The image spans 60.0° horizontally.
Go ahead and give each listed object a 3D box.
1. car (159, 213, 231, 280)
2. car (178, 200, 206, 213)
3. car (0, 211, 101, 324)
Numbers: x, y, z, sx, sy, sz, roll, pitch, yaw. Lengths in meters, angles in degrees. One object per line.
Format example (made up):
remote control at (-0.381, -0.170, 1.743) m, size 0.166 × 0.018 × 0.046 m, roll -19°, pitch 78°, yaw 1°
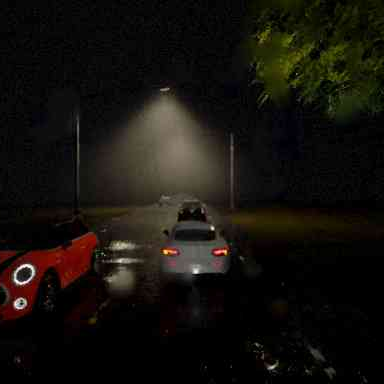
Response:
car at (0.081, 1.575, 9.945) m, size 1.812 × 1.442 × 4.674 m, roll 0°, pitch 0°, yaw 0°
car at (-0.007, 1.435, 26.557) m, size 2.097 × 1.767 × 4.553 m, roll 0°, pitch 0°, yaw 0°
car at (-3.614, 1.390, 7.463) m, size 2.097 × 1.767 × 4.553 m, roll 0°, pitch 0°, yaw 0°
